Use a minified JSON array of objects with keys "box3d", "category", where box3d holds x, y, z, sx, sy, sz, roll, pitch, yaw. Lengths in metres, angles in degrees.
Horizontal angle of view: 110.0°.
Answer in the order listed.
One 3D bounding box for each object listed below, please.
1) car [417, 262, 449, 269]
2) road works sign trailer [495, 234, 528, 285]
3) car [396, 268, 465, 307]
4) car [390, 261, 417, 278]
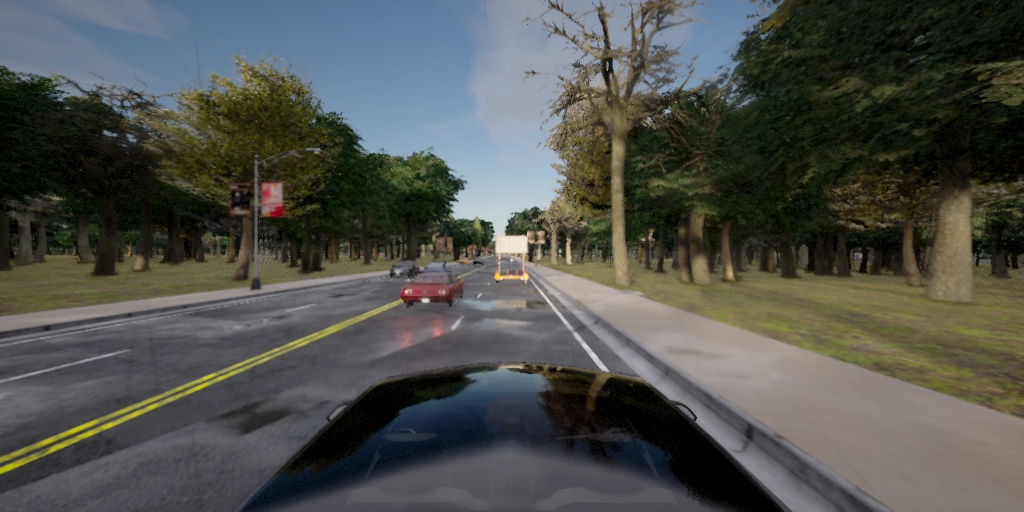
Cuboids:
[{"box3d":[-6.643,1.272,31.647,1.812,1.442,4.674,0,0,0],"category":"car"},{"box3d":[-0.031,0.211,26.230,2.380,3.560,2.880,0,0,0],"category":"road works sign trailer"},{"box3d":[-3.161,1.349,15.359,1.895,1.301,4.718,0,0,0],"category":"car"},{"box3d":[-9.897,1.237,33.523,2.128,1.511,4.902,0,0,0],"category":"car"}]
